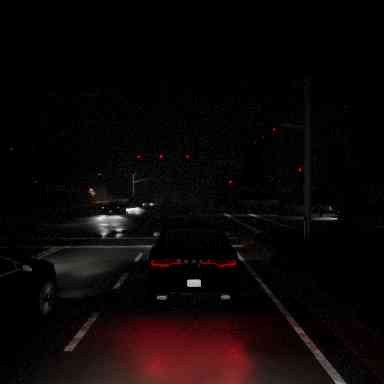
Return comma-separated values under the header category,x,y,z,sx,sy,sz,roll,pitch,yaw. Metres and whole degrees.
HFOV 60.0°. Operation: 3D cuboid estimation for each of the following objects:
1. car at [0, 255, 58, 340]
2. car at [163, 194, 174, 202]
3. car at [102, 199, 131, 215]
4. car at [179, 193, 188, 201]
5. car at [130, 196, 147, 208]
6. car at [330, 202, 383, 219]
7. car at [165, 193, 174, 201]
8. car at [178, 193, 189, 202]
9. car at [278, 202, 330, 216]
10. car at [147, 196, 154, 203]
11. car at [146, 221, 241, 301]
category,x,y,z,sx,sy,sz,roll,pitch,yaw
car,-3.468,1.492,4.428,2.128,1.511,4.902,0,0,0
car,-5.422,1.533,74.583,2.033,1.411,5.357,0,0,-1
car,-7.913,1.601,34.262,1.895,1.301,4.718,0,0,-2
car,-2.190,1.225,85.017,2.150,2.045,5.566,0,0,-1
car,-8.351,1.488,48.705,2.128,1.511,4.902,0,0,-1
car,14.759,1.564,29.002,4.181,1.385,1.994,0,0,-2
car,-5.695,1.270,85.188,2.097,1.767,4.553,0,0,-1
car,-1.907,1.225,74.284,2.150,2.045,5.566,0,0,-1
car,10.863,1.601,32.391,4.718,1.301,1.895,0,0,-2
car,-8.745,1.477,66.822,1.882,1.535,5.008,0,0,-1
car,0.000,1.478,8.420,1.882,1.535,5.008,0,0,-1
